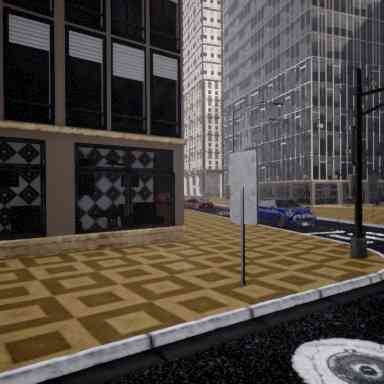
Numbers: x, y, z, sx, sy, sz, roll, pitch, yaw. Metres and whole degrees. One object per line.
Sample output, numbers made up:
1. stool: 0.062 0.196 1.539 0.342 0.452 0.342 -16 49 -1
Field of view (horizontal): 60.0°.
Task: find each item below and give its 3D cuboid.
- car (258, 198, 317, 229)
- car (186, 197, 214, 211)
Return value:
1. car: 5.606 1.184 20.676 2.097 1.767 4.553 -1 1 -19
2. car: 0.782 1.186 35.054 1.994 1.385 4.181 -1 1 -19
